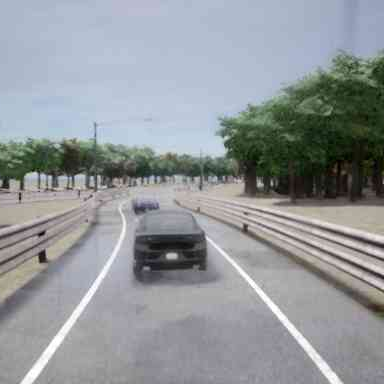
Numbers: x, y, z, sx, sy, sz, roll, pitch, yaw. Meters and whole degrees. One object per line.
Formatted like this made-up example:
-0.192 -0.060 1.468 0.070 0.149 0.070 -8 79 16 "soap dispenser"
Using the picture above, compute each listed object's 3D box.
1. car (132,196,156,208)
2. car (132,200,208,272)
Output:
-3.832 0.956 26.796 1.895 1.301 4.718 -1 2 -13 "car"
-0.740 1.242 10.033 1.882 1.535 5.008 0 2 -7 "car"
